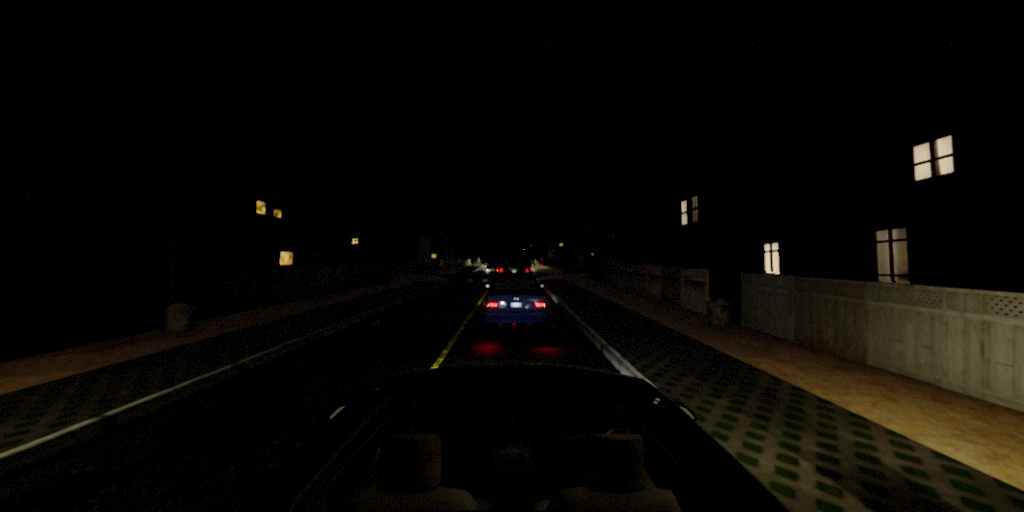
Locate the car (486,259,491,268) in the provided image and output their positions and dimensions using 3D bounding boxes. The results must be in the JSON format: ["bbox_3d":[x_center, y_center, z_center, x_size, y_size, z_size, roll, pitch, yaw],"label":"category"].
[{"bbox_3d":[-2.831,1.181,54.612,1.882,1.535,5.008,0,0,0],"label":"car"}]

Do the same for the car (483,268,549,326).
[{"bbox_3d":[0.098,1.271,11.511,2.033,1.411,5.357,0,0,0],"label":"car"}]

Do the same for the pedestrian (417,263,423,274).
[{"bbox_3d":[-9.817,1.047,38.298,0.375,1.860,0.375,0,-3,-1],"label":"pedestrian"}]

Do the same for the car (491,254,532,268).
[{"bbox_3d":[0.075,0.926,21.815,2.150,2.045,5.566,0,0,-1],"label":"car"}]
